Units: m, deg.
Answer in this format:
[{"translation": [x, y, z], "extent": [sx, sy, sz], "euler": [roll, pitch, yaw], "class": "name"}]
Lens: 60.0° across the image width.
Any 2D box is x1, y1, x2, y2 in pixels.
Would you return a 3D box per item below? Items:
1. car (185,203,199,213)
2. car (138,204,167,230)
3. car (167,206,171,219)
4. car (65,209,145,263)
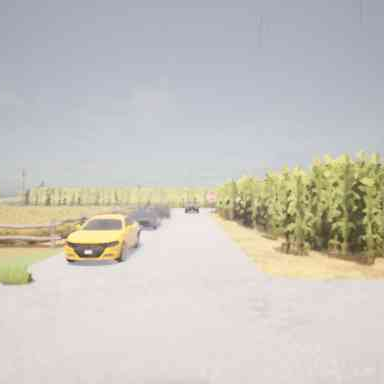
[{"translation": [0.011, 2.101, 44.367], "extent": [1.895, 1.301, 4.718], "euler": [0, -1, 0], "class": "car"}, {"translation": [-3.199, 1.814, 23.633], "extent": [2.033, 1.411, 5.357], "euler": [0, -1, 0], "class": "car"}, {"translation": [-3.170, 1.942, 33.580], "extent": [1.994, 1.385, 4.181], "euler": [0, -1, 0], "class": "car"}, {"translation": [-3.200, 1.623, 12.786], "extent": [1.882, 1.535, 5.008], "euler": [0, -1, 0], "class": "car"}]
